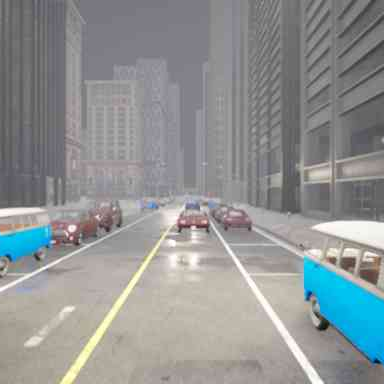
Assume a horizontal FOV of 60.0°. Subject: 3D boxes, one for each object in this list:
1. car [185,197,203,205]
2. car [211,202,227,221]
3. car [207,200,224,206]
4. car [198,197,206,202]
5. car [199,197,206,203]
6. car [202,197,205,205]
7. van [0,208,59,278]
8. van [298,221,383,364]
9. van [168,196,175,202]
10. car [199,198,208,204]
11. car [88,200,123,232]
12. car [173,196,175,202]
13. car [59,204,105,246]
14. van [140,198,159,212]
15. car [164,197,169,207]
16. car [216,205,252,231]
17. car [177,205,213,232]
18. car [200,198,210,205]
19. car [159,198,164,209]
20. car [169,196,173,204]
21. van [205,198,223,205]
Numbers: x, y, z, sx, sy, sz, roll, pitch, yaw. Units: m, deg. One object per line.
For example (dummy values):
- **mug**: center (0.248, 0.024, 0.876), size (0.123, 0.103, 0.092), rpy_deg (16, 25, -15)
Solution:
- **car**: center (0.098, 1.769, 42.151), size (1.882, 1.535, 5.008), rpy_deg (0, -1, 0)
- **car**: center (2.758, 1.770, 26.984), size (1.802, 1.307, 4.206), rpy_deg (0, 0, 0)
- **car**: center (2.758, 1.792, 32.624), size (1.947, 1.339, 4.313), rpy_deg (0, 0, 0)
- **car**: center (2.754, 2.184, 94.670), size (2.008, 1.369, 4.403), rpy_deg (0, 0, 0)
- **car**: center (2.754, 2.126, 89.200), size (1.752, 1.417, 4.829), rpy_deg (0, 0, 0)
- **car**: center (2.756, 1.963, 60.827), size (1.887, 1.381, 4.507), rpy_deg (0, 0, 0)
- **van**: center (-5.767, 1.411, 10.058), size (1.690, 1.788, 3.998), rpy_deg (0, 0, 0)
- **van**: center (2.759, 1.373, 4.423), size (1.690, 1.788, 3.998), rpy_deg (0, 0, 0)
- **van**: center (-5.772, 1.974, 94.670), size (1.690, 1.788, 3.998), rpy_deg (0, 0, 0)
- **car**: center (2.755, 2.095, 77.748), size (1.947, 1.339, 4.313), rpy_deg (0, 0, 0)
- **car**: center (-5.768, 1.463, 21.340), size (2.192, 1.841, 5.009), rpy_deg (0, 0, 0)
- **car**: center (-5.771, 2.130, 83.387), size (1.947, 1.339, 4.313), rpy_deg (0, 0, 0)
- **car**: center (-5.767, 1.549, 15.698), size (1.967, 1.590, 4.097), rpy_deg (0, 0, 0)
- **van**: center (-5.769, 1.644, 43.903), size (1.690, 1.788, 3.998), rpy_deg (0, 0, 0)
- **car**: center (-5.770, 1.984, 60.824), size (1.947, 1.339, 4.313), rpy_deg (0, 0, 0)
- **car**: center (2.758, 1.731, 21.343), size (1.802, 1.307, 4.206), rpy_deg (0, 0, 0)
- **car**: center (0.098, 1.748, 21.141), size (1.895, 1.301, 4.718), rpy_deg (0, 0, 0)
- **car**: center (2.755, 2.044, 72.108), size (2.008, 1.369, 4.403), rpy_deg (0, 0, 0)
- **car**: center (-5.769, 1.886, 49.543), size (1.887, 1.381, 4.507), rpy_deg (0, 0, 0)
- **car**: center (-5.771, 1.932, 72.106), size (1.967, 1.590, 4.097), rpy_deg (0, 0, 0)
- **van**: center (2.756, 1.606, 38.266), size (1.690, 1.788, 3.998), rpy_deg (0, 0, 0)
